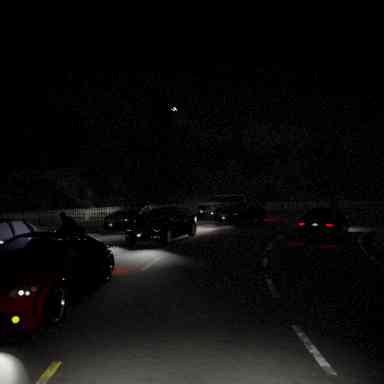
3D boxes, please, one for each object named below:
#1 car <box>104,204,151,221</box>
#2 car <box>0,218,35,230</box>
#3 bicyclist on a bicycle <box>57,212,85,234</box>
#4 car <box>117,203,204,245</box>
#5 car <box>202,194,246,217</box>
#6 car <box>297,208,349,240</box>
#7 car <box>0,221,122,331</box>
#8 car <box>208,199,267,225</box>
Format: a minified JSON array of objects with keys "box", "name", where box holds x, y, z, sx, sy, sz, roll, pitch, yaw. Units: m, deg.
[{"box":[-3.226,1.491,19.919,2.128,1.511,4.902,0,0,27],"name":"car"},{"box":[-6.287,1.547,10.286,2.033,1.411,5.357,0,0,9],"name":"car"},{"box":[-3.873,1.455,10.457,1.656,1.620,0.582,-2,0,10],"name":"bicyclist on a bicycle"},{"box":[-1.265,1.505,15.691,1.837,1.490,4.892,0,0,21],"name":"car"},{"box":[2.661,1.221,28.598,2.150,2.045,5.566,0,0,44],"name":"car"},{"box":[6.914,1.547,17.293,2.033,1.411,5.357,0,0,31],"name":"car"},{"box":[-3.125,1.564,6.936,1.994,1.385,4.181,0,0,6],"name":"car"},{"box":[3.709,1.491,24.466,2.128,1.511,4.902,0,0,40],"name":"car"}]
